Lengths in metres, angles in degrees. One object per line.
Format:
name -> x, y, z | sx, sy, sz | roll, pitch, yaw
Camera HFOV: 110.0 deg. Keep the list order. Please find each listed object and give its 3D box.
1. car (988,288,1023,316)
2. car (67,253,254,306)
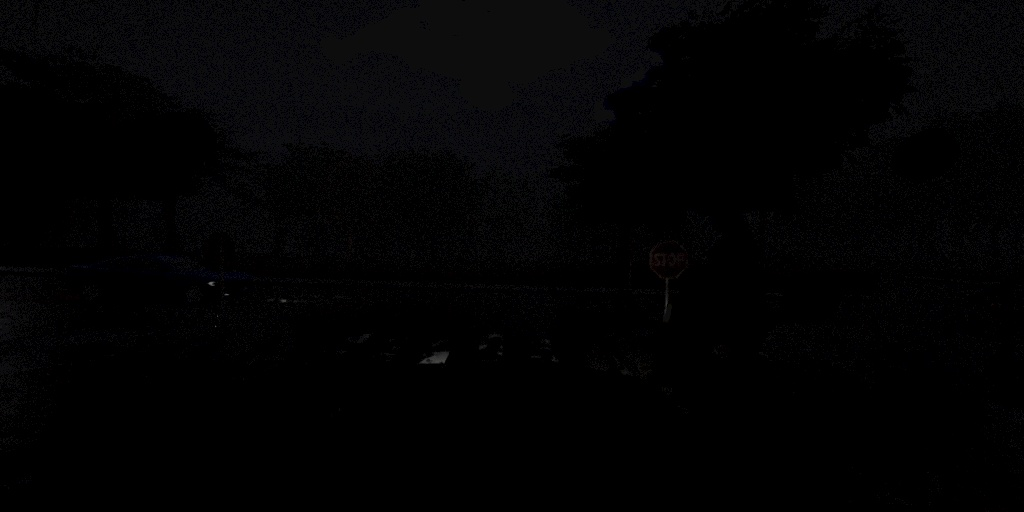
car -> 20.043, 1.742, 12.824 | 4.674, 1.442, 1.812 | 1, 1, -1
car -> -11.364, 0.698, 11.852 | 5.008, 1.535, 1.882 | 3, 1, -2
